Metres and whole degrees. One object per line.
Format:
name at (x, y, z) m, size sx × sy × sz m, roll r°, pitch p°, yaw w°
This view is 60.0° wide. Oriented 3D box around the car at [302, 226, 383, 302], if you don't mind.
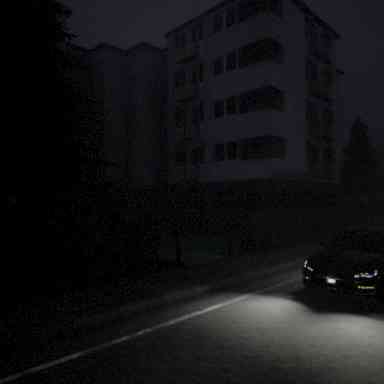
car at (4.756, 1.719, 8.963) m, size 4.892 × 1.490 × 1.837 m, roll 1°, pitch -2°, yaw -45°
